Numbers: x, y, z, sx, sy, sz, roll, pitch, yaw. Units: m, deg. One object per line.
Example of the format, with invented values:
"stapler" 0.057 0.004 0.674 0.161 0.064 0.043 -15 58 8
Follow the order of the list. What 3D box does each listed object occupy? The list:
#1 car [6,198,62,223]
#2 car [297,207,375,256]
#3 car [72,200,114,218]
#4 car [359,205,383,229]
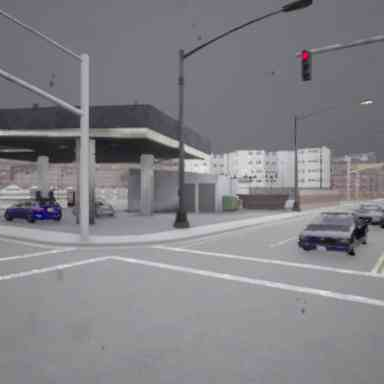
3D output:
"car" -11.427 1.275 23.954 4.611 1.667 2.242 0 0 36
"car" 5.942 1.544 13.610 2.033 1.411 5.357 0 0 34
"car" -8.710 1.435 29.073 3.806 1.475 1.970 0 0 36
"car" 11.640 1.560 21.871 1.994 1.385 4.181 0 0 35
